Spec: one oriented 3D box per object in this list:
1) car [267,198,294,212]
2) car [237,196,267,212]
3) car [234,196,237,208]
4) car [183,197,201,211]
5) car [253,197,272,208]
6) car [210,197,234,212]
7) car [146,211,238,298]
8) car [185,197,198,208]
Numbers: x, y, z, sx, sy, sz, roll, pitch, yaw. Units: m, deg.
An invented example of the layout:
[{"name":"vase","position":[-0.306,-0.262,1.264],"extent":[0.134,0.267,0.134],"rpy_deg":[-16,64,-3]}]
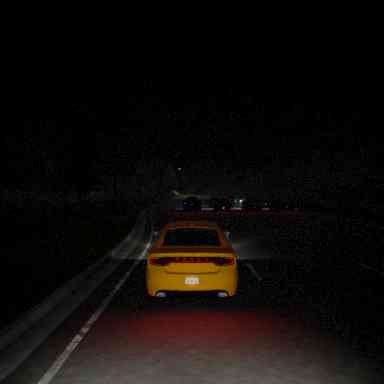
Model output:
[{"name":"car","position":[10.495,1.478,39.188],"extent":[1.882,1.535,5.008],"rpy_deg":[0,0,0]},{"name":"car","position":[6.995,1.491,39.187],"extent":[2.128,1.511,4.902],"rpy_deg":[0,0,0]},{"name":"car","position":[6.994,1.352,49.577],"extent":[2.097,1.767,4.553],"rpy_deg":[0,0,0]},{"name":"car","position":[-0.005,1.352,39.573],"extent":[2.097,1.767,4.553],"rpy_deg":[0,0,0]},{"name":"car","position":[10.494,1.526,49.607],"extent":[1.812,1.442,4.674],"rpy_deg":[0,0,0]},{"name":"car","position":[3.495,1.505,39.187],"extent":[1.837,1.490,4.892],"rpy_deg":[0,0,0]},{"name":"car","position":[-0.001,1.478,8.578],"extent":[1.882,1.535,5.008],"rpy_deg":[0,0,0]},{"name":"car","position":[-0.006,1.505,49.606],"extent":[1.837,1.490,4.892],"rpy_deg":[0,0,0]}]
